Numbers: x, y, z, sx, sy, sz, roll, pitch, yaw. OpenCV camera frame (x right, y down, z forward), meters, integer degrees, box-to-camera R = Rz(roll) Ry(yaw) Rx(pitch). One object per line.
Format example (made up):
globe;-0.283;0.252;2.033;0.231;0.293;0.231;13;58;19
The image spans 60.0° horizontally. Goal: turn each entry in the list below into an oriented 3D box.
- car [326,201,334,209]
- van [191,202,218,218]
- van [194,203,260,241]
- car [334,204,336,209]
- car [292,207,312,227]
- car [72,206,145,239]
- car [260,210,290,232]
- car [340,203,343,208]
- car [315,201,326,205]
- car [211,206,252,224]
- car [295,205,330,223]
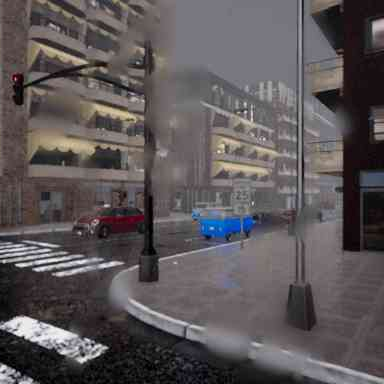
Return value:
car;27.214;2.735;68.917;2.192;1.841;5.009;-1;-2;35
van;1.546;1.909;32.792;1.690;1.788;3.998;-1;-2;35
van;2.102;1.707;18.871;1.690;1.788;3.998;-1;-2;35
car;30.423;3.070;73.427;1.887;1.381;4.507;-1;-2;35
car;8.381;2.161;27.994;1.802;1.307;4.206;-1;-2;35
car;-4.676;1.645;19.491;2.097;1.767;4.553;0;-1;35
car;5.173;2.038;23.479;1.947;1.339;4.313;-1;-2;35
car;39.953;3.382;86.838;1.752;1.417;4.829;-1;-2;35
car;24.006;2.896;64.395;1.802;1.307;4.206;-1;-2;35
car;3.775;2.100;31.423;1.812;1.442;4.674;0;-1;35
car;11.590;2.236;32.511;2.008;1.369;4.403;-1;-2;35
